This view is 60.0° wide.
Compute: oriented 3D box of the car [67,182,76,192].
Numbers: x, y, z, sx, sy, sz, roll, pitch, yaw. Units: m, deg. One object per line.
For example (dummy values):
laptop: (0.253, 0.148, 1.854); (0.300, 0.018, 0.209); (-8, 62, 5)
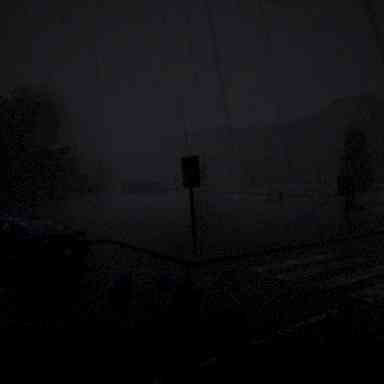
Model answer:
car: (-18.380, -0.828, 55.534); (2.231, 1.521, 4.892); (1, 6, 16)

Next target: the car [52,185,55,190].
car: (-23.236, -1.064, 58.892); (2.097, 1.535, 5.008); (1, 6, 15)

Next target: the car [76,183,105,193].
car: (-15.988, -0.673, 53.786); (2.163, 1.488, 4.792); (1, 6, 16)

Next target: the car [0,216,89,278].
car: (-5.309, 1.498, 10.295); (5.008, 1.535, 2.097); (-1, 0, 36)

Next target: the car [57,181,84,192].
car: (-20.808, -0.907, 57.223); (2.002, 1.452, 4.674); (0, 6, 15)
